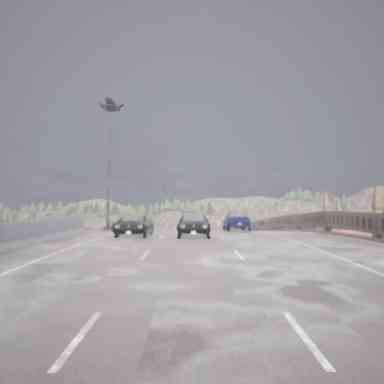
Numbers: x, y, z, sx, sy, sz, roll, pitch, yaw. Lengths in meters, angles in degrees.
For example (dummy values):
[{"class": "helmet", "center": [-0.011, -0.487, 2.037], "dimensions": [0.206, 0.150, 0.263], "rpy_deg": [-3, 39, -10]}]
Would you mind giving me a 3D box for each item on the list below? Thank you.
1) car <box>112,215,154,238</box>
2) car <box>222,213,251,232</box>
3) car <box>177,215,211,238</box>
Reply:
[{"class": "car", "center": [-3.401, 2.031, 20.125], "dimensions": [1.895, 1.301, 4.718], "rpy_deg": [0, -3, 0]}, {"class": "car", "center": [3.598, 2.452, 27.451], "dimensions": [1.882, 1.535, 5.008], "rpy_deg": [0, -5, 0]}, {"class": "car", "center": [0.099, 2.033, 20.161], "dimensions": [1.895, 1.301, 4.718], "rpy_deg": [0, -3, 0]}]
